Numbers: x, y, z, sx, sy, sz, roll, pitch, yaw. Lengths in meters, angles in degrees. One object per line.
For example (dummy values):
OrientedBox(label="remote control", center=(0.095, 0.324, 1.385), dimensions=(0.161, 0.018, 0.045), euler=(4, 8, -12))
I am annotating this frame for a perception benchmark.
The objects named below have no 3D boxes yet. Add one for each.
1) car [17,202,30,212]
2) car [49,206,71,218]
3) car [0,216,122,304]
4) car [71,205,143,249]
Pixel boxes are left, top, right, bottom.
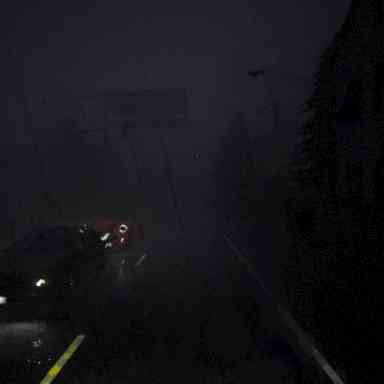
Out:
OrientedBox(label="car", center=(-22.164, 2.012, 46.862), dimensions=(4.611, 1.667, 2.242), euler=(0, 0, 0))
OrientedBox(label="car", center=(-10.284, 1.888, 29.799), dimensions=(4.902, 1.511, 2.128), euler=(-1, -1, 0))
OrientedBox(label="car", center=(-3.509, 1.612, 8.744), dimensions=(2.033, 1.411, 5.357), euler=(0, 0, 0))
OrientedBox(label="car", center=(-3.515, 1.462, 15.072), dimensions=(2.097, 1.767, 4.553), euler=(0, 0, 0))
